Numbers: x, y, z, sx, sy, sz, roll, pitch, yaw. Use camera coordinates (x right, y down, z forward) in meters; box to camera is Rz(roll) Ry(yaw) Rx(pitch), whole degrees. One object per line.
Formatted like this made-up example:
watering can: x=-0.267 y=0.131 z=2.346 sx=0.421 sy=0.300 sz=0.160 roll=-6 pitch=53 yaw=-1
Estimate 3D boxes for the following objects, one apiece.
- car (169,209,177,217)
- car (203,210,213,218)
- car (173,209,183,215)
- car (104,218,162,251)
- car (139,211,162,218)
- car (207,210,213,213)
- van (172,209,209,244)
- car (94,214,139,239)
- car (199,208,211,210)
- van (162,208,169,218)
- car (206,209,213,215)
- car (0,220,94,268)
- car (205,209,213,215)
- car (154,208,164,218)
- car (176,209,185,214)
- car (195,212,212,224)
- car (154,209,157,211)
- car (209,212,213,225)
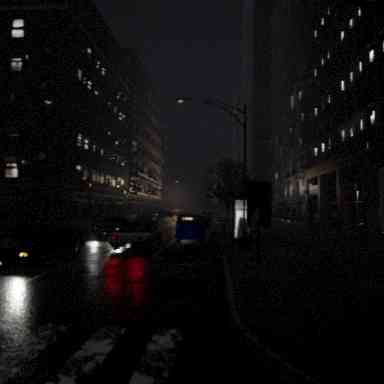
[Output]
car: x=-4.689 y=4.263 z=66.761 sx=1.802 sy=1.307 sz=4.206 roll=2 pitch=-2 yaw=4
car: x=3.155 y=4.312 z=65.963 sx=1.887 sy=1.381 sz=4.507 roll=1 pitch=-2 yaw=4
car: x=-3.494 y=4.959 z=83.644 sx=1.947 sy=1.339 sz=4.313 roll=2 pitch=-2 yaw=4
car: x=-2.839 y=2.295 z=17.747 sx=1.895 sy=1.301 sz=4.718 roll=1 pitch=-2 yaw=4
car: x=-4.607 y=2.864 z=33.130 sx=1.994 sy=1.385 sz=4.181 roll=1 pitch=-2 yaw=3
car: x=1.162 y=3.125 z=37.795 sx=1.887 sy=1.381 sz=4.507 roll=1 pitch=-2 yaw=4
van: x=-0.029 y=2.208 z=20.903 sx=1.690 sy=1.788 sz=3.998 roll=1 pitch=-2 yaw=4
car: x=-5.311 y=2.406 z=23.186 sx=1.812 sy=1.442 sz=4.674 roll=1 pitch=-2 yaw=4
car: x=2.759 y=3.971 z=60.334 sx=1.967 sy=1.590 sz=4.097 roll=1 pitch=-2 yaw=4
van: x=-5.478 y=3.549 z=55.515 sx=1.690 sy=1.788 sz=3.998 roll=2 pitch=-2 yaw=4
car: x=4.748 y=5.299 z=88.495 sx=1.802 sy=1.307 sz=4.206 roll=1 pitch=-2 yaw=4
car: x=-6.010 y=2.011 z=13.319 sx=2.033 sy=1.411 sz=5.357 roll=1 pitch=-2 yaw=4
car: x=4.351 y=5.024 z=82.863 sx=1.887 sy=1.381 sz=4.507 roll=1 pitch=-2 yaw=4
car: x=-5.894 y=3.488 z=49.711 sx=1.752 sy=1.417 sz=4.829 roll=2 pitch=-2 yaw=4
car: x=-3.095 y=5.181 z=89.272 sx=2.008 sy=1.369 sz=4.403 roll=2 pitch=-2 yaw=4
car: x=1.560 y=3.384 z=43.428 sx=1.947 sy=1.339 sz=4.313 roll=1 pitch=-2 yaw=4
car: x=-6.282 y=3.315 z=44.251 sx=1.802 sy=1.307 sz=4.206 roll=2 pitch=-2 yaw=4
car: x=0.762 y=2.908 z=32.161 sx=1.947 sy=1.339 sz=4.313 roll=1 pitch=-2 yaw=4
